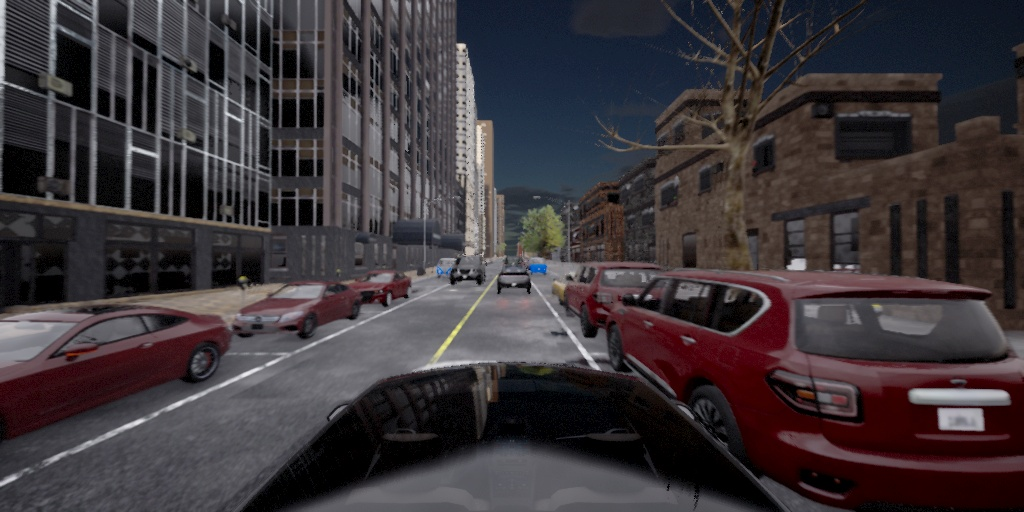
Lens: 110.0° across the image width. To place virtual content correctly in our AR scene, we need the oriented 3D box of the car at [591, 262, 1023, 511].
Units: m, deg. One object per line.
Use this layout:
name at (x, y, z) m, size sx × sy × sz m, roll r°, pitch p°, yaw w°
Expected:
car at (2.692, 1.067, 4.547) m, size 2.192 × 1.841 × 5.009 m, roll 0°, pitch 0°, yaw 0°

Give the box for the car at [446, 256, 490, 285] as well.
car at (-3.092, 0.984, 26.222) m, size 2.150 × 2.045 × 5.566 m, roll 0°, pitch 0°, yaw 0°

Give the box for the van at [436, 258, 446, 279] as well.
van at (-5.679, 1.103, 32.285) m, size 1.690 × 1.789 × 3.998 m, roll 0°, pitch 0°, yaw 0°

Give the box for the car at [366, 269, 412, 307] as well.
car at (-5.685, 1.305, 15.644) m, size 1.888 × 1.381 × 4.507 m, roll 0°, pitch 0°, yaw 0°

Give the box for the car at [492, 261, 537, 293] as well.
car at (0.105, 1.254, 20.811) m, size 2.128 × 1.511 × 4.902 m, roll 0°, pitch 0°, yaw 0°

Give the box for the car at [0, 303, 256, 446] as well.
car at (-5.690, 1.335, 4.549) m, size 1.802 × 1.307 × 4.207 m, roll 0°, pitch 0°, yaw 0°

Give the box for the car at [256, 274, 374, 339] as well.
car at (-5.687, 1.339, 10.098) m, size 1.802 × 1.307 × 4.207 m, roll 0°, pitch 0°, yaw 0°

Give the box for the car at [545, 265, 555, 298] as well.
car at (2.696, 1.285, 15.813) m, size 1.751 × 1.417 × 4.829 m, roll 0°, pitch 0°, yaw 0°

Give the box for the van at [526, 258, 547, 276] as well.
van at (2.703, 1.102, 37.829) m, size 1.690 × 1.789 × 3.998 m, roll 0°, pitch 0°, yaw 0°

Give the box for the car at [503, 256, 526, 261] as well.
car at (0.113, 0.981, 41.080) m, size 2.150 × 2.045 × 5.566 m, roll 0°, pitch 0°, yaw 0°

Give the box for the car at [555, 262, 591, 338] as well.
car at (2.694, 1.071, 10.096) m, size 2.192 × 1.841 × 5.009 m, roll 0°, pitch 0°, yaw 0°
